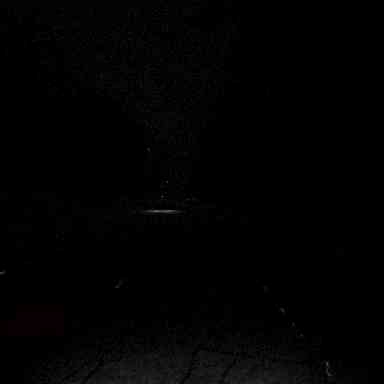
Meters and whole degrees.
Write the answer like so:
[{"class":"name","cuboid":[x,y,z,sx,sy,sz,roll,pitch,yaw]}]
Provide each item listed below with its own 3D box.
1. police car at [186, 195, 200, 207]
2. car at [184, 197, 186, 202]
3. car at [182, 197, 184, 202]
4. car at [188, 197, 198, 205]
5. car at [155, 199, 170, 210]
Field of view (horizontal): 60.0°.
[{"class":"police car","cuboid":[0.409,1.677,56.934,1.930,1.638,5.238,0,0,-1]},{"class":"car","cuboid":[0.008,1.632,72.878,2.150,2.045,5.566,-1,-1,-2]},{"class":"car","cuboid":[-1.514,2.073,90.248,2.128,1.511,4.902,0,-1,-2]},{"class":"car","cuboid":[0.166,1.800,67.025,1.801,1.575,5.366,-1,0,-1]},{"class":"car","cuboid":[-4.016,1.639,45.579,1.882,1.535,5.008,0,0,-1]}]
